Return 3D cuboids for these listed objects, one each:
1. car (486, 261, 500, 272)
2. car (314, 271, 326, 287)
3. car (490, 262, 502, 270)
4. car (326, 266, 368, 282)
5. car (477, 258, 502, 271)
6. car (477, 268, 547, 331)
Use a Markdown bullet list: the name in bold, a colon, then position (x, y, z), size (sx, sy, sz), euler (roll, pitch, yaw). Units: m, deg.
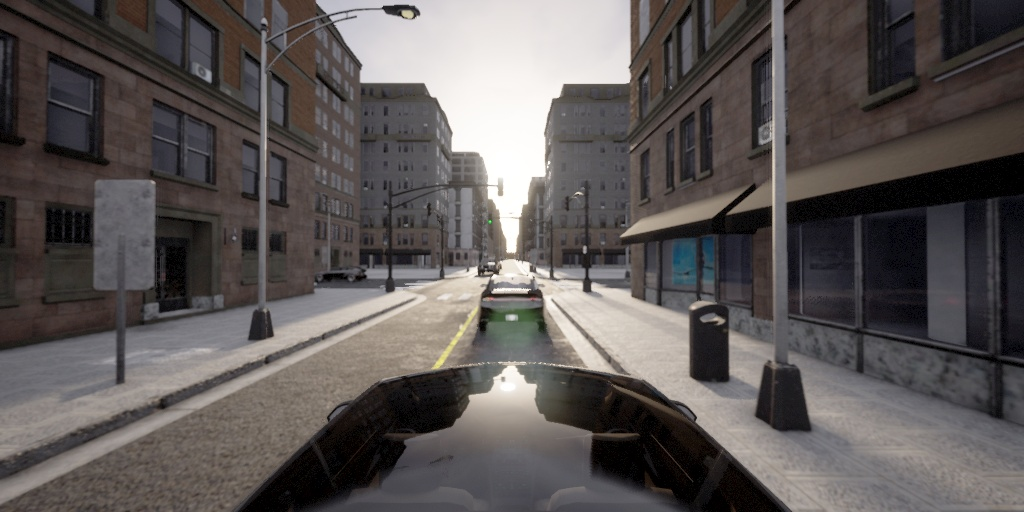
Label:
- **car**: position (-2.831, 1.536, 53.643), size (1.882, 1.535, 5.008), euler (0, 0, 0)
- **car**: position (-14.765, 1.432, 22.963), size (4.313, 1.339, 1.948), euler (0, 0, 0)
- **car**: position (-2.794, 1.714, 63.833), size (1.895, 1.301, 4.718), euler (0, 0, 0)
- **car**: position (-14.758, 1.526, 30.989), size (4.313, 1.339, 1.948), euler (0, 0, 0)
- **car**: position (-2.816, 1.226, 43.576), size (2.150, 2.045, 5.566), euler (0, 0, 3)
- **car**: position (0.019, 1.306, 11.236), size (2.128, 1.511, 4.902), euler (0, 0, 0)
